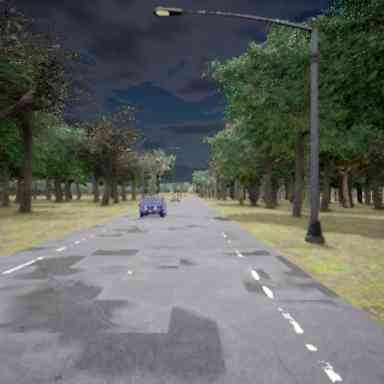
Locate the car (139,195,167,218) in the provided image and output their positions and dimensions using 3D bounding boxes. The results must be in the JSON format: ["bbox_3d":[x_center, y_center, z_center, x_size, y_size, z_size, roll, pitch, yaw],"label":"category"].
[{"bbox_3d":[-3.616,1.349,31.694,2.150,2.045,5.566,0,0,0],"label":"car"}]

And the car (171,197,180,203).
[{"bbox_3d":[-3.545,1.724,72.100,1.994,1.385,4.181,0,0,0],"label":"car"}]
